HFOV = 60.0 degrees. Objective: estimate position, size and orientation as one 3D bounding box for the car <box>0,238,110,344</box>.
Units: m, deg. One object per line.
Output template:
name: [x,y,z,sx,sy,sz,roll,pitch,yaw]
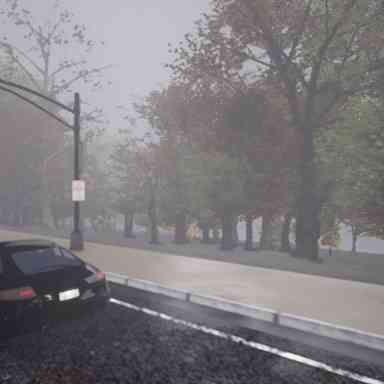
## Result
car: [-3.531,1.645,6.642,4.181,1.385,1.994,-1,-1,39]
